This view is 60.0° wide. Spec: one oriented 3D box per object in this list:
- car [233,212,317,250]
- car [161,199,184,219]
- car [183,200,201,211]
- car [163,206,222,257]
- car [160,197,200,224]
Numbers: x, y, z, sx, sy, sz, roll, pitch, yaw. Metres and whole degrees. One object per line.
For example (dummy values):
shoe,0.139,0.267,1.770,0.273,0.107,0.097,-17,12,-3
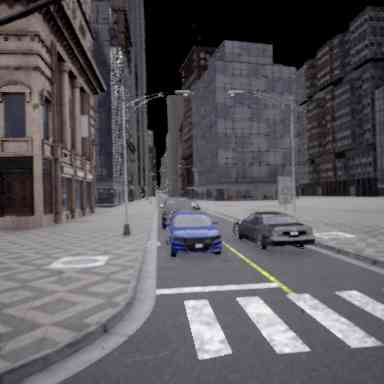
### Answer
car,3.306,1.558,14.422,2.033,1.411,5.357,-2,0,-9
car,-2.016,1.608,33.598,2.097,1.767,4.553,-2,0,-6
car,-0.048,1.827,45.907,1.994,1.385,4.181,-2,0,-6
car,-0.047,1.577,13.784,1.882,1.535,5.008,-2,0,-7
car,-1.041,1.399,23.680,2.150,2.045,5.566,-2,0,-5
